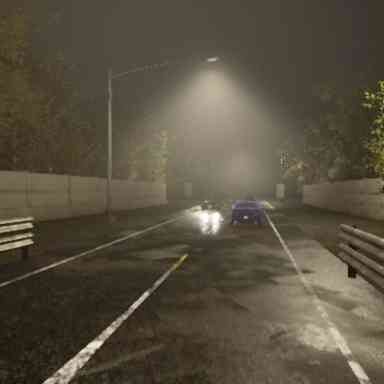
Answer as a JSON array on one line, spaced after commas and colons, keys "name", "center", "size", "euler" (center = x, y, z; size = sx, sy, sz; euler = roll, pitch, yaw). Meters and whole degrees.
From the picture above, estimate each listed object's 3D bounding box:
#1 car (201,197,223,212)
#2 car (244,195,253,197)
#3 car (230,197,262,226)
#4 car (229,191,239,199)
[{"name": "car", "center": [2.138, 1.254, 34.805], "size": [2.128, 1.511, 4.902], "euler": [0, 0, 10]}, {"name": "car", "center": [8.928, 1.213, 52.238], "size": [2.033, 1.411, 5.357], "euler": [0, 0, 10]}, {"name": "car", "center": [3.627, 1.340, 22.150], "size": [1.882, 1.535, 5.008], "euler": [0, 0, 10]}, {"name": "car", "center": [9.755, 0.657, 76.602], "size": [2.097, 1.767, 4.553], "euler": [0, 1, 10]}]
